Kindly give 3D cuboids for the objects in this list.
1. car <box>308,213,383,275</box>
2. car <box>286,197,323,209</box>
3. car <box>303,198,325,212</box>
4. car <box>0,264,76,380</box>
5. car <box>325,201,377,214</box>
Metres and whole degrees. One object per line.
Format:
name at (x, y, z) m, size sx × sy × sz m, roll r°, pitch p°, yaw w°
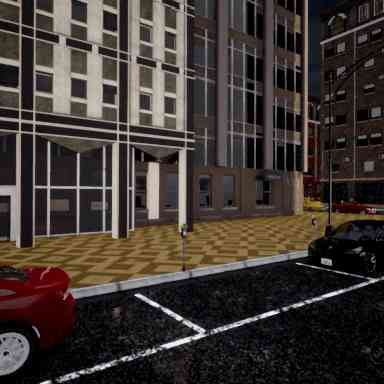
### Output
car at (5.509, 1.567, 10.510) m, size 4.313 × 1.339 × 1.947 m, roll 0°, pitch 0°, yaw -36°
car at (15.634, 1.500, 46.415) m, size 1.752 × 1.417 × 4.829 m, roll 0°, pitch 0°, yaw -36°
car at (12.341, 1.468, 36.647) m, size 1.752 × 1.417 × 4.829 m, roll 0°, pitch 0°, yaw -36°
car at (-3.740, 1.545, 3.885) m, size 4.507 × 1.381 × 1.887 m, roll 0°, pitch 0°, yaw -36°
car at (15.550, 1.535, 32.189) m, size 1.802 × 1.307 × 4.206 m, roll 0°, pitch 0°, yaw -36°
